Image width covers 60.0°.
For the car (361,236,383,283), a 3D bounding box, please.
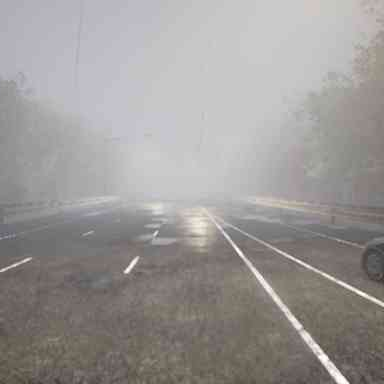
[{"bbox_3d":[5.478,1.360,6.587,2.033,1.649,4.856,0,0,-6],"label":"car"}]
